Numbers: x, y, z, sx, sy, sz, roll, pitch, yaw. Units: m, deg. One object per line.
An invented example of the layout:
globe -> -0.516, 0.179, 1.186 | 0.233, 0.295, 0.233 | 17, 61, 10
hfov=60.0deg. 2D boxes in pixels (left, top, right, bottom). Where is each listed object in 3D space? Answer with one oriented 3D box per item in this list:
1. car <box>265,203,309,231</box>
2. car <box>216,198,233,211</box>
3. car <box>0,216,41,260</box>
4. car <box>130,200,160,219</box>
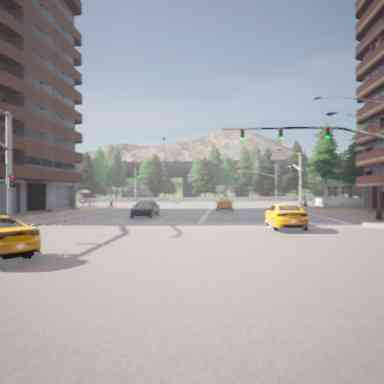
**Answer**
car -> 5.644, 1.424, 20.230 | 1.882, 1.535, 5.008 | 0, 0, 5
car -> 3.837, 1.433, 39.317 | 1.882, 1.535, 5.008 | 0, 0, 5
car -> -7.359, 1.536, 11.537 | 5.008, 1.535, 1.882 | 0, -1, 32
car -> -4.181, 1.504, 30.144 | 1.882, 1.535, 5.008 | 0, 0, 5
